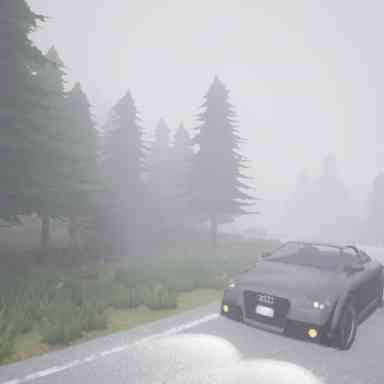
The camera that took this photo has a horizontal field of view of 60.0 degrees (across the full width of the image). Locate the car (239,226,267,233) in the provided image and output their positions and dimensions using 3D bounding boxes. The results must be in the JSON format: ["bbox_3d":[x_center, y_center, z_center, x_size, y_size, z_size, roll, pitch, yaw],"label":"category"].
[{"bbox_3d":[8.725,5.504,46.571,1.882,1.535,5.008,2,-6,-14],"label":"car"}]

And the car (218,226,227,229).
[{"bbox_3d":[5.640,7.019,61.759,1.812,1.442,4.674,1,-6,14],"label":"car"}]

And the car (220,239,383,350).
[{"bbox_3d":[2.386,1.664,6.490,1.994,1.385,4.181,1,-2,41],"label":"car"}]

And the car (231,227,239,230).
[{"bbox_3d":[7.513,6.602,56.631,2.033,1.411,5.357,1,-6,5],"label":"car"}]
